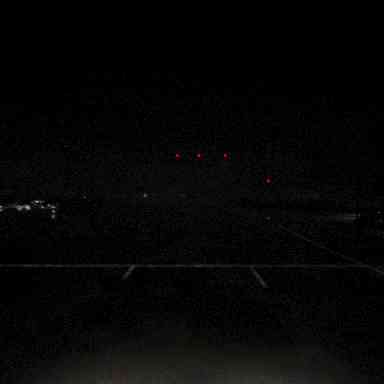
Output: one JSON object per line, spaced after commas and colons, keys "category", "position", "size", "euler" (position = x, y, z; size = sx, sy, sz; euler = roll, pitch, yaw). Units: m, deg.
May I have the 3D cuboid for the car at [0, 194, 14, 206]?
{"category": "car", "position": [-28.133, 1.156, 49.728], "size": [2.097, 1.767, 4.553], "euler": [0, 0, 0]}

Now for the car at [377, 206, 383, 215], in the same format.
{"category": "car", "position": [17.639, 1.260, 26.129], "size": [4.553, 1.767, 2.097], "euler": [0, 0, 6]}

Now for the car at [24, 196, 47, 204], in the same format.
{"category": "car", "position": [-28.093, 1.361, 59.844], "size": [1.895, 1.301, 4.718], "euler": [0, 0, 0]}

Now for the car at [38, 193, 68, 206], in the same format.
{"category": "car", "position": [-21.137, 1.305, 50.890], "size": [1.837, 1.490, 4.892], "euler": [0, 0, 0]}

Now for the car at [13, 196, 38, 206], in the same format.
{"category": "car", "position": [-24.638, 1.346, 51.057], "size": [2.033, 1.411, 5.357], "euler": [0, 0, 0]}

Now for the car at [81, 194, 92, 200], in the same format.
{"category": "car", "position": [-25.677, 1.166, 81.152], "size": [1.837, 1.490, 4.892], "euler": [0, 0, -10]}

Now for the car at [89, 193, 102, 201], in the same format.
{"category": "car", "position": [-21.100, 1.071, 69.894], "size": [2.097, 1.767, 4.553], "euler": [0, 0, 0]}

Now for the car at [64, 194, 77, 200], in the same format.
{"category": "car", "position": [-28.899, 1.270, 79.181], "size": [1.895, 1.301, 4.718], "euler": [0, 0, -7]}

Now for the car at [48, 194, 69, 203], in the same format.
{"category": "car", "position": [-24.598, 1.230, 61.429], "size": [1.882, 1.535, 5.008], "euler": [0, 0, 0]}

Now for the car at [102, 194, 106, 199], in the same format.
{"category": "car", "position": [-21.953, 1.171, 80.049], "size": [1.837, 1.490, 4.892], "euler": [0, 0, -7]}

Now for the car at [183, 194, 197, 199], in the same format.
{"category": "car", "position": [-0.205, 1.201, 94.717], "size": [1.895, 1.301, 4.718], "euler": [0, 0, -18]}

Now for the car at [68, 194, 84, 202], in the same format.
{"category": "car", "position": [-24.608, 1.237, 70.587], "size": [1.812, 1.442, 4.674], "euler": [0, 0, 0]}

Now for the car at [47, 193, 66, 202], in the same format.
{"category": "car", "position": [-28.081, 1.074, 69.032], "size": [2.097, 1.767, 4.553], "euler": [0, 0, 0]}

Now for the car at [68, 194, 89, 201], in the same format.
{"category": "car", "position": [-21.109, 1.356, 60.937], "size": [1.895, 1.301, 4.718], "euler": [0, 0, 0]}
